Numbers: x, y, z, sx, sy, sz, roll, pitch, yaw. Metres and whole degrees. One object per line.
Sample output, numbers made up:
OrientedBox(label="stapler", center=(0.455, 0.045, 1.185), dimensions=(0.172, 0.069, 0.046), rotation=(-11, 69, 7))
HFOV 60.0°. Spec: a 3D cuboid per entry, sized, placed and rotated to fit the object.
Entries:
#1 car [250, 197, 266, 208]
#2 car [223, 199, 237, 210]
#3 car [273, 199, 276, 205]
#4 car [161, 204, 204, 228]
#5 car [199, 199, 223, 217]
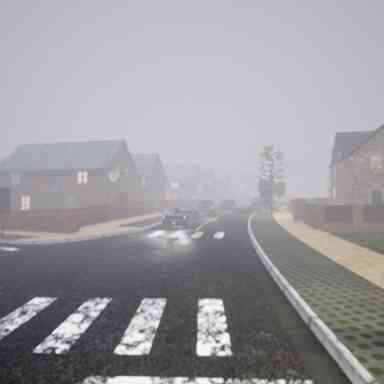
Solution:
OrientedBox(label="car", center=(11.164, 1.653, 55.533), dimensions=(2.097, 1.767, 4.553), rotation=(0, 0, 22))
OrientedBox(label="car", center=(5.144, 1.767, 47.385), dimensions=(1.882, 1.535, 5.008), rotation=(0, 0, 18))
OrientedBox(label="car", center=(15.059, 1.830, 64.752), dimensions=(1.837, 1.490, 4.892), rotation=(-1, 0, 27))
OrientedBox(label="car", center=(-0.722, 1.775, 24.187), dimensions=(1.895, 1.301, 4.718), rotation=(0, 0, 13))
OrientedBox(label="car", center=(1.580, 1.584, 34.792), dimensions=(2.097, 1.767, 4.553), rotation=(0, 0, 14))
